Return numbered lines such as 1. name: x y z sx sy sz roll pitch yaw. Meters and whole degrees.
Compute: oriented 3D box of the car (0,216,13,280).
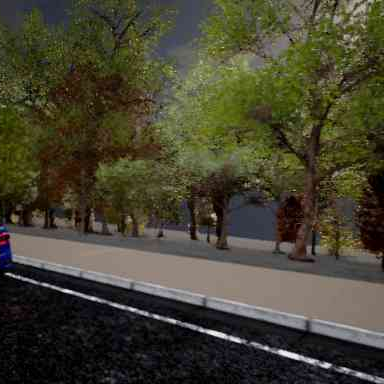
1. car: -6.847 1.248 8.553 5.566 2.045 2.150 0 0 35
